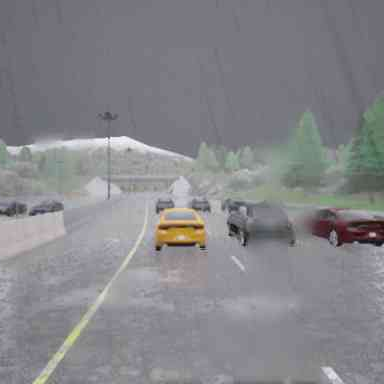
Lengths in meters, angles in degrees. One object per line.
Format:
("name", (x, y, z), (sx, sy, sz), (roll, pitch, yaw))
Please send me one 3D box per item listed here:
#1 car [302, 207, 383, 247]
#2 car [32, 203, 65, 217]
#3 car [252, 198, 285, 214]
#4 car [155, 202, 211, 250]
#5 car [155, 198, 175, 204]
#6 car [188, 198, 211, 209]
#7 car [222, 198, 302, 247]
("car", (6.435, 1.405, 14.635), (1.882, 1.535, 5.008), (0, 0, -4))
("car", (-13.056, 1.449, 30.380), (2.033, 1.411, 5.357), (0, 0, -7))
("car", (7.796, 1.409, 34.253), (1.994, 1.385, 4.181), (0, 0, -7))
("car", (-0.542, 1.421, 14.082), (1.882, 1.535, 5.008), (0, 0, -4))
("car", (-2.798, 1.357, 34.327), (2.128, 1.511, 4.902), (0, 0, -7))
("car", (0.727, 1.350, 34.357), (2.128, 1.511, 4.902), (0, 0, -7))
("car", (2.891, 1.285, 14.885), (2.097, 1.767, 4.553), (0, 0, -4))
